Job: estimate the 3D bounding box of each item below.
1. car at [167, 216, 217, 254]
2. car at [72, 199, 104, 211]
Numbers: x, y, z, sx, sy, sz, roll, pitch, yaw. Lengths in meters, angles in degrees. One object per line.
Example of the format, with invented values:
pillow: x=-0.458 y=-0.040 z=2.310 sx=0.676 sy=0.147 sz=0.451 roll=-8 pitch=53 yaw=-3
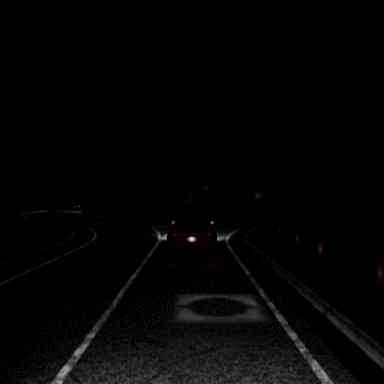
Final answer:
car: x=0.032 y=1.736 z=14.281 sx=1.994 sy=1.385 sz=4.181 roll=0 pitch=-1 yaw=1
car: x=-14.021 y=1.751 z=45.089 sx=1.837 sy=1.490 sz=4.892 roll=0 pitch=-1 yaw=26
